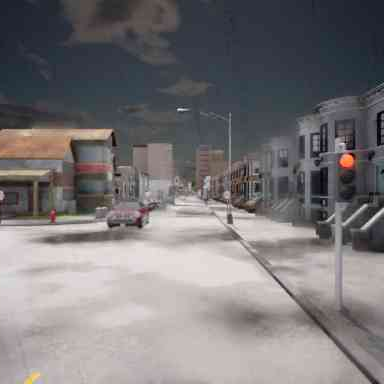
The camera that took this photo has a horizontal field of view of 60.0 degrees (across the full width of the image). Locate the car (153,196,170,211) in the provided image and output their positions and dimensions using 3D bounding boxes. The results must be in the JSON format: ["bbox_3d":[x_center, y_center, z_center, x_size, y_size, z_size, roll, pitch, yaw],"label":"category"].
[{"bbox_3d":[-4.042,1.564,39.550,1.994,1.385,4.181,0,0,0],"label":"car"}]

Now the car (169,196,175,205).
[{"bbox_3d":[-3.982,1.506,57.163,1.837,1.490,4.892,0,0,0],"label":"car"}]

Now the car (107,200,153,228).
[{"bbox_3d":[-4.076,1.351,21.836,2.097,1.767,4.553,0,0,0],"label":"car"}]
